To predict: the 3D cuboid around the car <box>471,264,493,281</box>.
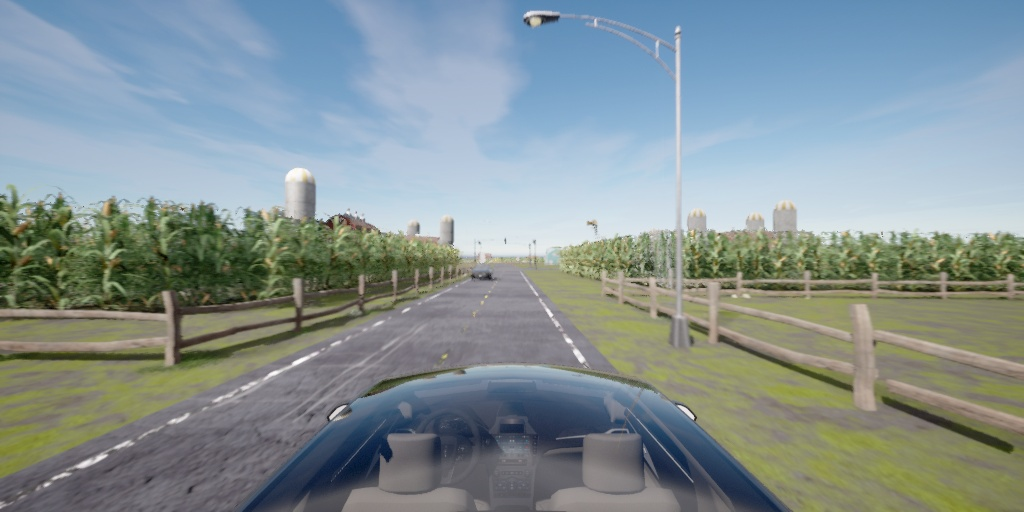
[{"bbox_3d":[-2.816,1.540,34.409,1.882,1.535,5.008,0,-1,0],"label":"car"}]
